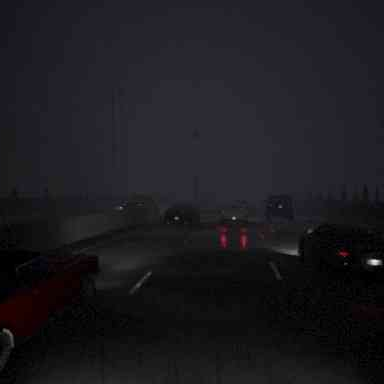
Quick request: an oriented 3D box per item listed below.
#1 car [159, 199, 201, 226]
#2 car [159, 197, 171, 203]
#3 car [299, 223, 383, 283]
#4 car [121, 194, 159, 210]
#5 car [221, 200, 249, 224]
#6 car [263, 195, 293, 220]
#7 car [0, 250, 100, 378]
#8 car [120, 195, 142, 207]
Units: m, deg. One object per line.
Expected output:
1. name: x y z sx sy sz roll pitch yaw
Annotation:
1. car: -0.571 1.496 23.387 1.882 1.535 5.008 0 0 9
2. car: -4.845 1.687 62.198 2.033 1.411 5.357 0 0 9
3. car: 4.407 1.575 9.585 1.994 1.385 4.181 0 0 7
4. car: -5.715 1.256 36.288 2.150 2.045 5.566 0 0 10
5. car: 3.212 1.557 24.813 1.812 1.442 4.674 0 0 9
6. car: 7.436 1.273 28.912 2.150 2.045 5.566 0 0 9
7. car: -3.084 1.592 5.340 1.895 1.301 4.718 0 0 4
8. car: -9.839 1.436 53.767 2.097 1.767 4.553 0 0 10
